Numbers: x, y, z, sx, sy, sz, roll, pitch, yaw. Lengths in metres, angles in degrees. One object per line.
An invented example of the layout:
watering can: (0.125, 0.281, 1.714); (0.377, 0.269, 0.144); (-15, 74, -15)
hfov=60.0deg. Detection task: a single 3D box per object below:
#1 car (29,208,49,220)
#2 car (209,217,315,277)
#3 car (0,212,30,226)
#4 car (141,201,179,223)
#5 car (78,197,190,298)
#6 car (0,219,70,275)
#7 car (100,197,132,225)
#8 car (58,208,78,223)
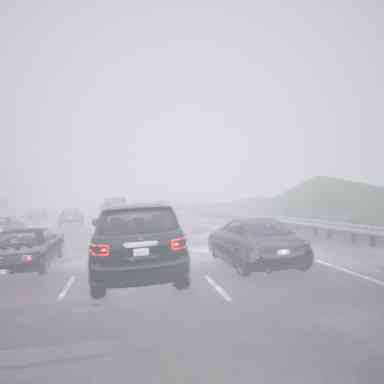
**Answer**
car: (-16.957, 2.374, 36.765); (1.895, 1.301, 4.718); (-3, 0, -21)
car: (1.836, 1.446, 10.048); (1.994, 1.385, 4.181); (-3, 0, -11)
car: (-11.295, 2.127, 19.681); (1.895, 1.301, 4.718); (-3, 0, -16)
car: (-2.782, 1.565, 27.892); (2.128, 1.511, 4.902); (-3, 0, -17)
car: (-1.512, 1.275, 9.070); (2.150, 2.045, 5.566); (-3, 0, -11)
car: (-5.483, 1.852, 10.972); (1.895, 1.301, 4.718); (-3, 0, -13)
car: (-6.617, 1.488, 28.470); (2.150, 2.045, 5.566); (-3, 0, -18)
car: (-10.129, 2.011, 27.925); (1.994, 1.385, 4.181); (-3, 0, -18)
